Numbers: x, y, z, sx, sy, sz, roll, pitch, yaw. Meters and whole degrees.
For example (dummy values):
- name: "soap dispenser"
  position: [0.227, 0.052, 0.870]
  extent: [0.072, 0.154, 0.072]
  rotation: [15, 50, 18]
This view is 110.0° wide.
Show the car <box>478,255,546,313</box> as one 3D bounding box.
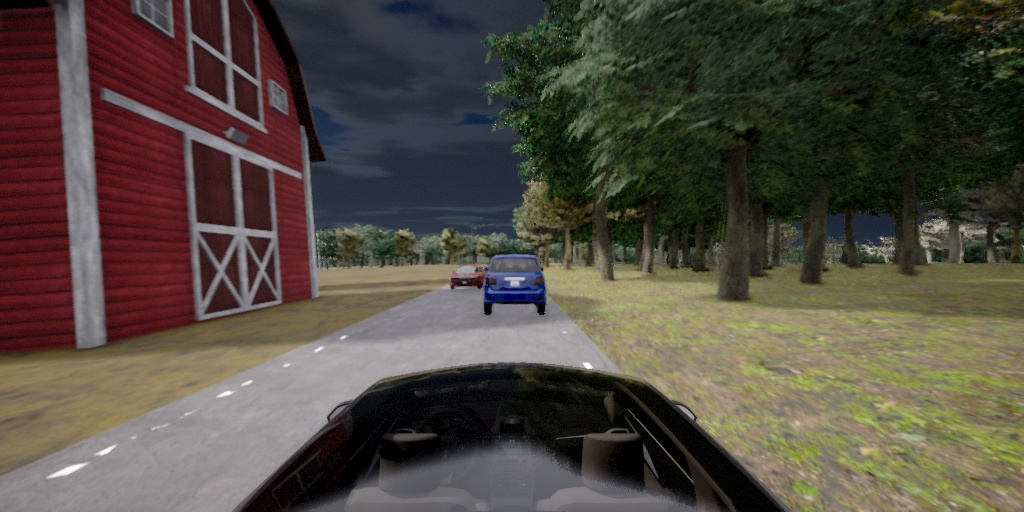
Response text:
- name: "car"
  position: [0.094, 0.982, 14.065]
  extent: [2.150, 2.045, 5.566]
  rotation: [0, 0, 0]

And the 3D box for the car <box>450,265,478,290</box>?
- name: "car"
  position: [-2.758, 1.295, 23.219]
  extent: [1.882, 1.535, 5.008]
  rotation: [0, -1, 0]
